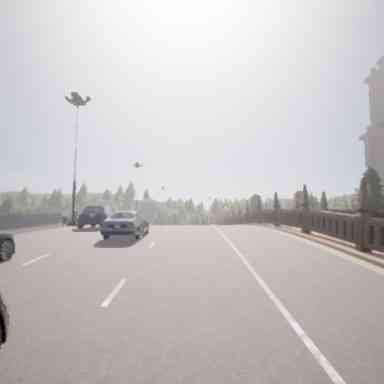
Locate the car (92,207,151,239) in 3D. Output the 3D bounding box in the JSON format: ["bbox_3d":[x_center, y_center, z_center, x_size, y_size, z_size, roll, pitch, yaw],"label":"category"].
[{"bbox_3d":[-3.437,1.687,17.864,2.033,1.411,5.357,0,-2,0],"label":"car"}]

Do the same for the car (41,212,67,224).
[{"bbox_3d":[-14.106,2.579,32.763,1.895,1.301,4.718,0,-5,0],"label":"car"}]

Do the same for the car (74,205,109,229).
[{"bbox_3d":[-6.918,1.793,25.114,2.097,1.767,4.553,0,-3,0],"label":"car"}]

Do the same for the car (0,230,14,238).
[{"bbox_3d":[-6.914,1.516,9.353,2.128,1.511,4.902,0,0,0],"label":"car"}]

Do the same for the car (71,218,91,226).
[{"bbox_3d":[-21.026,5.718,63.111,2.033,1.411,5.357,0,-6,0],"label":"car"}]

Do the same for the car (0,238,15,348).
[{"bbox_3d":[-3.435,1.500,2.643,2.128,1.511,4.902,0,0,0],"label":"car"}]
